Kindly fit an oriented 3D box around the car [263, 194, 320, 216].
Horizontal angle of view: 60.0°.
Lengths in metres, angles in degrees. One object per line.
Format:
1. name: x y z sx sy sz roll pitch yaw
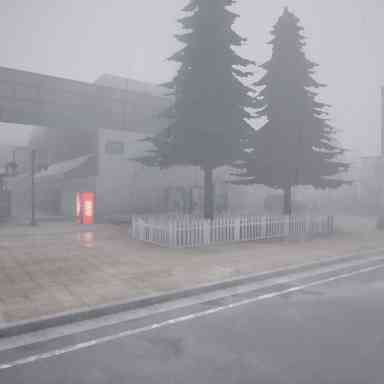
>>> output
1. car: 9.172 1.206 31.157 2.150 2.045 5.566 0 0 -34
